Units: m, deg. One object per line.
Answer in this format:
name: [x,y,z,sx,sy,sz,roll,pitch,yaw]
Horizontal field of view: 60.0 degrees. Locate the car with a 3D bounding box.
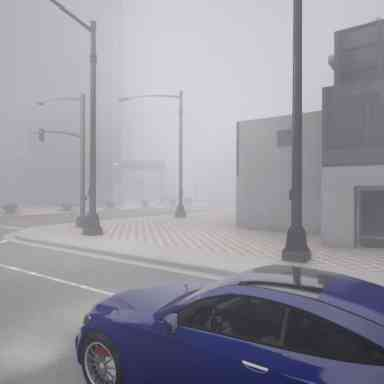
car: [0.774,1.528,3.443,4.674,1.442,1.812,0,0,36]
